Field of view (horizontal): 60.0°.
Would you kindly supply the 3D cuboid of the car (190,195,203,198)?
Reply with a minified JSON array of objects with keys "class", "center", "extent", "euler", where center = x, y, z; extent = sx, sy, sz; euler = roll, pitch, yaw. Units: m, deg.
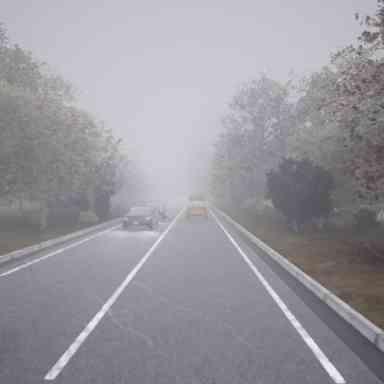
[{"class":"car","center":[0.649,1.402,45.672],"extent":[2.150,2.045,5.566],"euler":[0,0,1]}]

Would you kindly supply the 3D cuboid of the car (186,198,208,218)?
[{"class":"car","center":[0.462,1.602,31.357],"extent":[1.882,1.535,5.008],"euler":[0,0,1]}]

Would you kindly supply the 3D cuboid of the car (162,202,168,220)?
[{"class":"car","center":[-3.130,1.540,29.015],"extent":[1.812,1.442,4.674],"euler":[0,0,1]}]

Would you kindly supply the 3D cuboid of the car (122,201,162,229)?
[{"class":"car","center":[-3.308,1.595,22.139],"extent":[1.812,1.442,4.674],"euler":[0,0,1]}]
